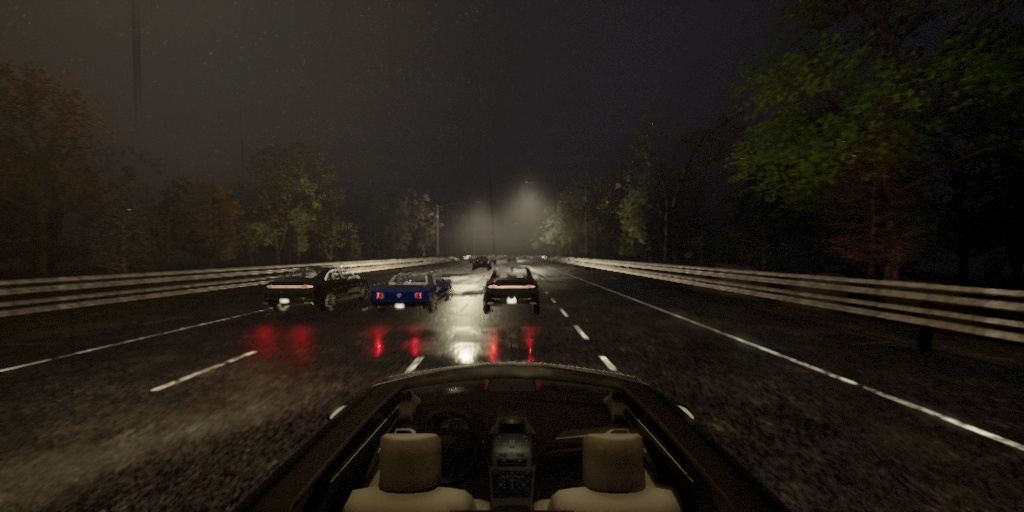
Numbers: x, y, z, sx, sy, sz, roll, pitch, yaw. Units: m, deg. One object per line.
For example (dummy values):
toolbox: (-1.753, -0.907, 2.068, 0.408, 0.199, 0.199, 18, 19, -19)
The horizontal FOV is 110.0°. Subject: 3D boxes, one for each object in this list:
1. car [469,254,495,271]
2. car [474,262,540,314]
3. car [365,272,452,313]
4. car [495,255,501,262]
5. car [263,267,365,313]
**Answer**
car: (-3.504, 0.781, 43.022, 2.097, 1.767, 4.553, 0, 0, 0)
car: (-0.007, 1.141, 13.338, 2.128, 1.511, 4.902, 0, 0, 0)
car: (-3.502, 1.254, 13.418, 1.895, 1.301, 4.718, 0, 0, 0)
car: (-3.506, 0.791, 61.106, 2.128, 1.511, 4.902, 0, 0, 0)
car: (-7.004, 1.149, 13.461, 2.128, 1.511, 4.902, 0, 0, 0)
